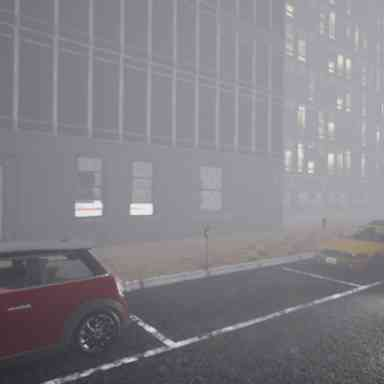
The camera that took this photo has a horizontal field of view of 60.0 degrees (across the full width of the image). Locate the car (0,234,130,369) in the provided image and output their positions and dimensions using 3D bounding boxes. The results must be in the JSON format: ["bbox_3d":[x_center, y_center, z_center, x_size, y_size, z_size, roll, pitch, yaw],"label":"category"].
[{"bbox_3d":[-3.006,1.440,4.411,4.097,1.590,1.967,1,0,-35],"label":"car"}]

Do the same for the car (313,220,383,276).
[{"bbox_3d":[5.874,1.627,10.744,4.829,1.417,1.752,1,0,-35],"label":"car"}]
